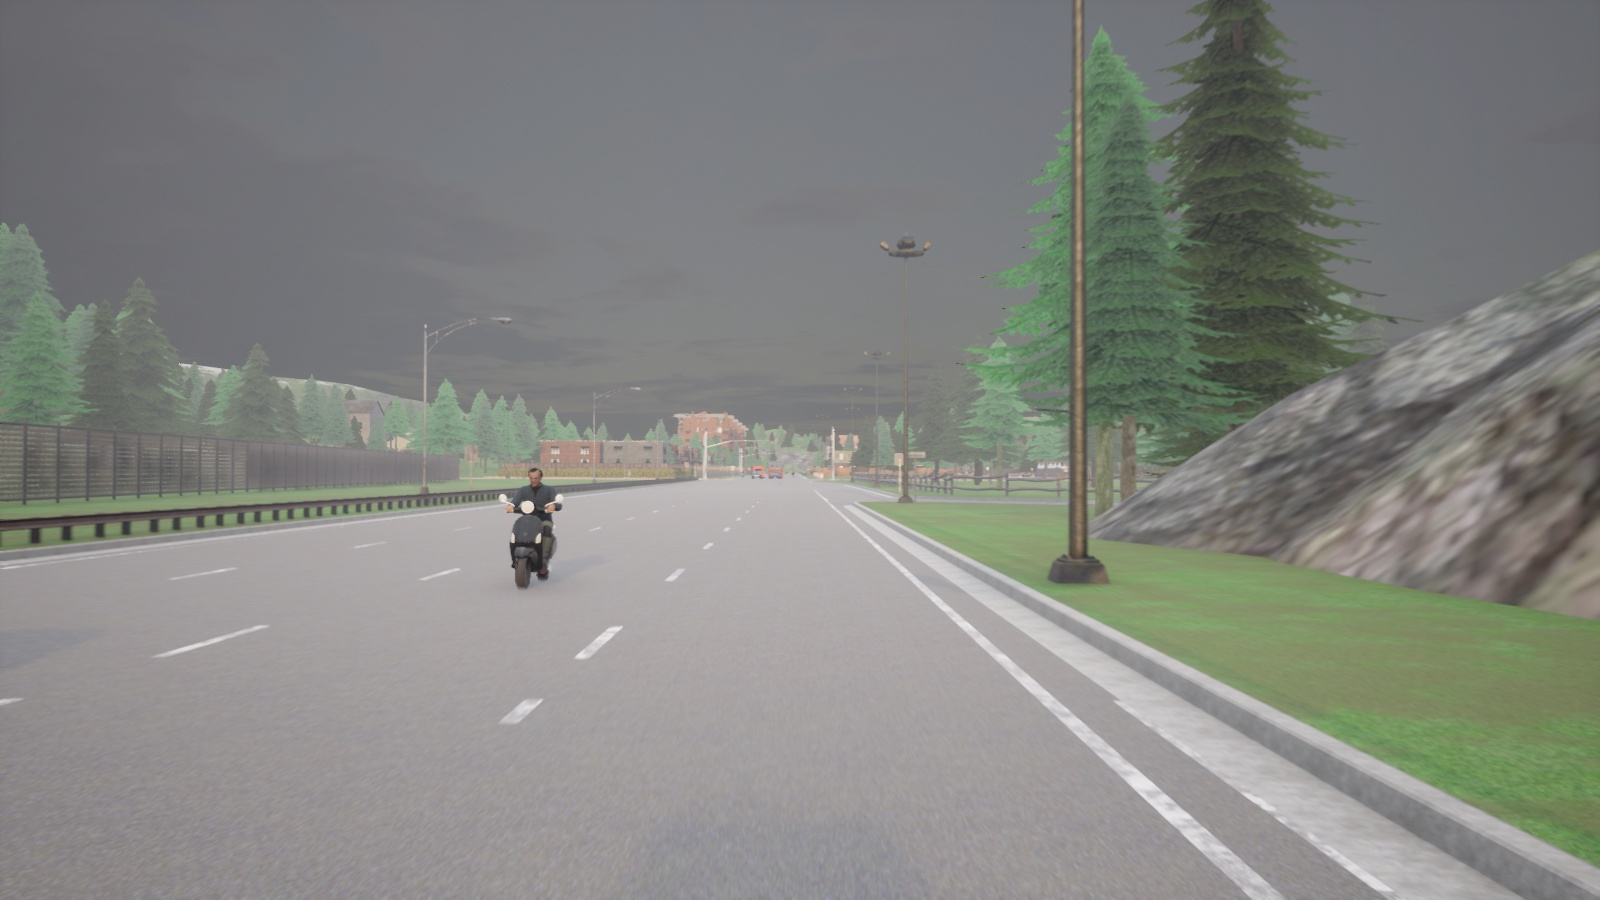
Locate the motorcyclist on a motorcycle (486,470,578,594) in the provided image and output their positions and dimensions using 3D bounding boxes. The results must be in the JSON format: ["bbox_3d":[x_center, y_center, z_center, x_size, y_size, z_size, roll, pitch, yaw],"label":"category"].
[{"bbox_3d":[-3.595,1.067,17.018,0.866,1.590,1.817,0,-1,0],"label":"motorcyclist on a motorcycle"}]
